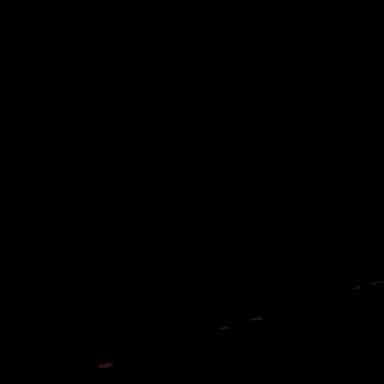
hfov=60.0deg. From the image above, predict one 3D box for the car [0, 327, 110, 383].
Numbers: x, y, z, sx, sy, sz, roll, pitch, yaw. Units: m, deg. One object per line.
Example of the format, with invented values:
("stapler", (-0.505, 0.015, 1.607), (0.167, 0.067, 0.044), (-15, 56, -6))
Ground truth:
("car", (-2.689, 1.600, 1.428), (4.718, 1.301, 1.895), (0, 0, -35))
